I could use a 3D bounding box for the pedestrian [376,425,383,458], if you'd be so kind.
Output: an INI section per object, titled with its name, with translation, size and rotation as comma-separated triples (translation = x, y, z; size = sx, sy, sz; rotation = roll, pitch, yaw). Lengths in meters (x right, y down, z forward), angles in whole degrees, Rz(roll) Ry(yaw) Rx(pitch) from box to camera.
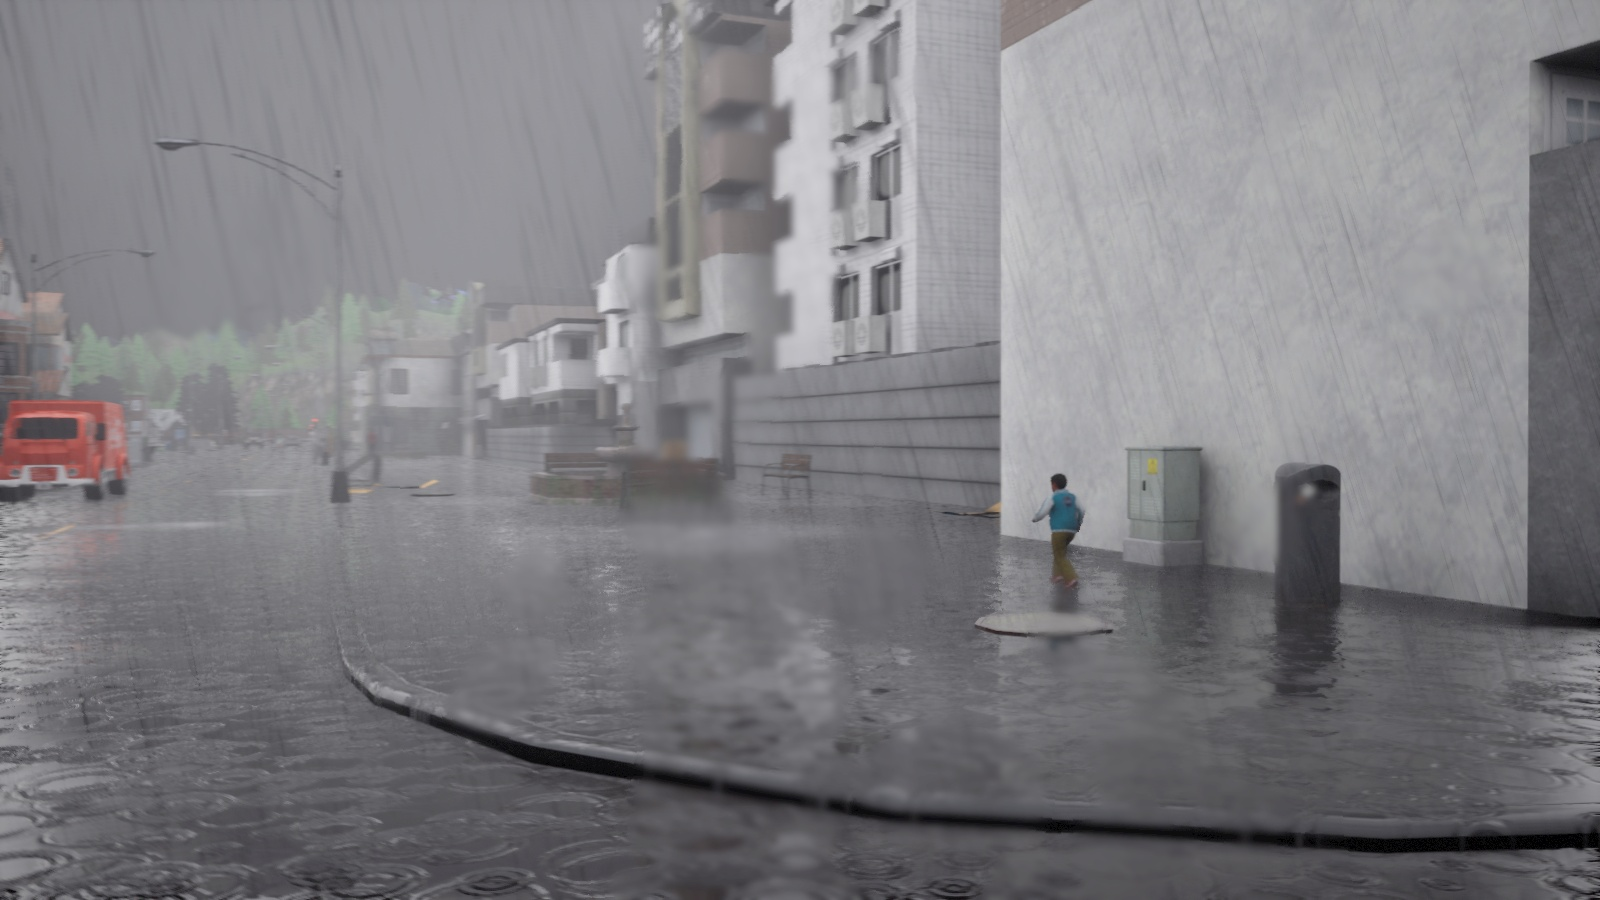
[pedestrian]
translation = -23.711, -0.490, 70.873
size = 0.331, 1.846, 0.636
rotation = 0, 1, -22

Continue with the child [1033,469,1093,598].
[child]
translation = 2.522, 0.784, 12.043
size = 0.343, 1.192, 0.448
rotation = 0, 1, -29

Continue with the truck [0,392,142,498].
[truck]
translation = -18.587, -0.158, 32.013
size = 2.627, 2.467, 5.204
rotation = 0, 1, -21
